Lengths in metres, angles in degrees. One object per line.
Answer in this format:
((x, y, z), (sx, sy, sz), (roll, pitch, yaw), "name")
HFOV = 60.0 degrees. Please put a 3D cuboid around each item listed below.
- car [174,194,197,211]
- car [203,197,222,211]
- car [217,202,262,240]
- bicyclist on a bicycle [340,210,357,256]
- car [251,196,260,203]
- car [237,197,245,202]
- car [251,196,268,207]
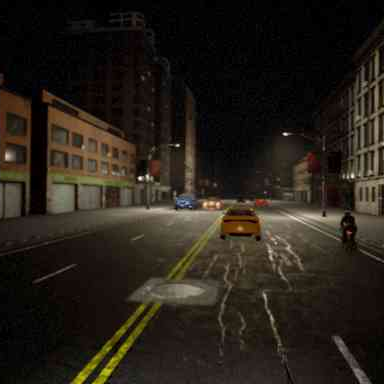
((-0.691, 1.254, 40.995), (2.150, 2.045, 5.566), (1, 0, 9), "car")
((2.603, 1.419, 41.017), (2.097, 1.767, 4.553), (1, 0, 9), "car")
((2.571, 1.528, 17.560), (1.882, 1.535, 5.008), (1, 0, 9), "car")
((5.909, 1.534, 12.562), (0.582, 1.620, 1.656), (1, 0, 9), "bicyclist on a bicycle")
((14.722, 1.695, 77.518), (1.882, 1.535, 5.008), (1, 0, 9), "car")
((10.908, 1.770, 74.002), (1.895, 1.301, 4.718), (1, 0, 9), "car")
((11.693, 1.525, 56.661), (2.097, 1.767, 4.553), (1, 0, 9), "car")
